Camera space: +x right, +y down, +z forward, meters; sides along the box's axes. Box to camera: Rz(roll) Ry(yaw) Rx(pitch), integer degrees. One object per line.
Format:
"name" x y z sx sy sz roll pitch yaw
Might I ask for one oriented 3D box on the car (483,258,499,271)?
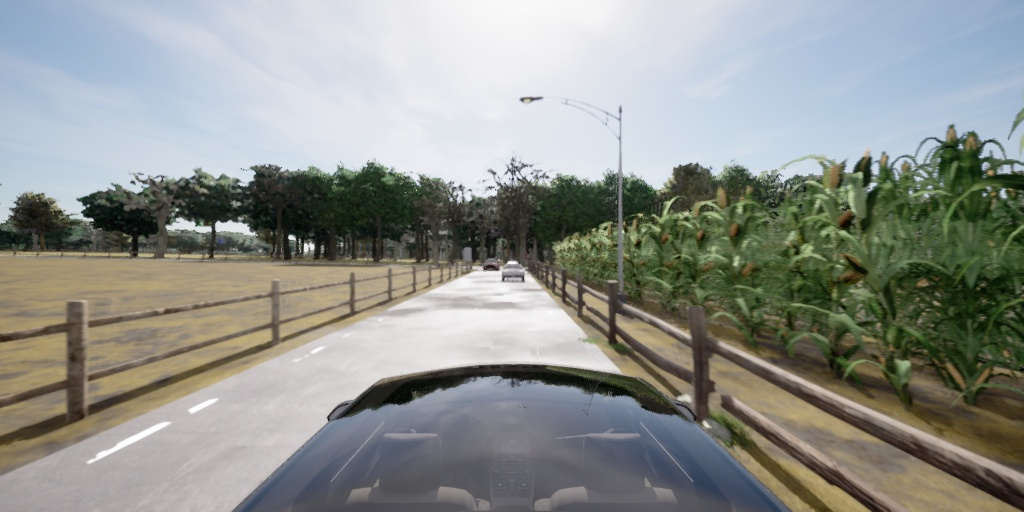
"car" -2.753 1.107 48.576 2.097 1.767 4.553 0 0 0

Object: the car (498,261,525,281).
"car" 0.098 1.341 29.854 1.895 1.301 4.718 0 0 0
